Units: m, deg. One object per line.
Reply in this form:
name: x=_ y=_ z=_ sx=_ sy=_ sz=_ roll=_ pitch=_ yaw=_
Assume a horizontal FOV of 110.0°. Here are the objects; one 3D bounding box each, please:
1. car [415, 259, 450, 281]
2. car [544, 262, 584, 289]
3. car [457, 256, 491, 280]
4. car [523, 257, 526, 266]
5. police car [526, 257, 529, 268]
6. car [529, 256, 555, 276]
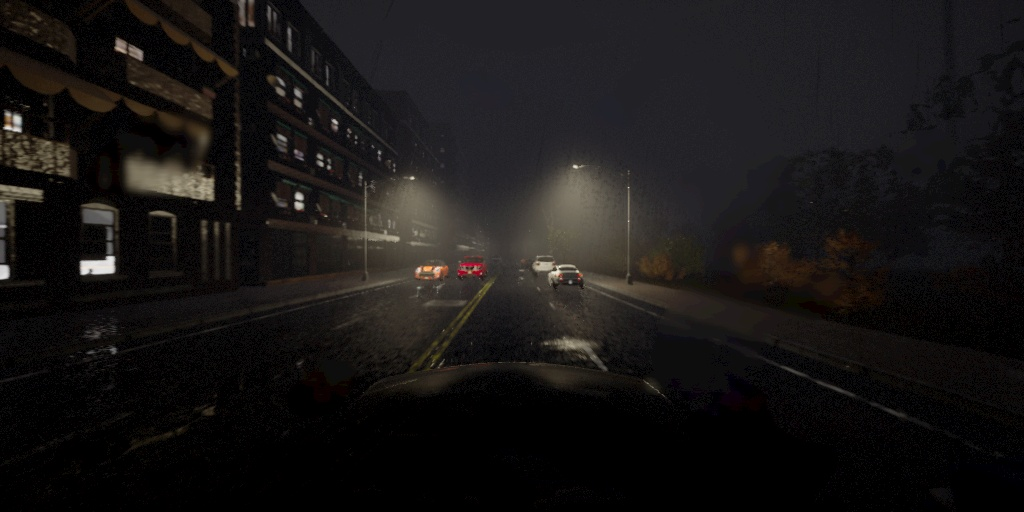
car: x=-6.584 y=1.101 z=29.933 sx=2.097 sy=1.767 sz=4.553 roll=0 pitch=0 yaw=0
car: x=3.346 y=1.276 z=22.853 sx=1.812 sy=1.442 sz=4.674 roll=0 pitch=0 yaw=0
car: x=-3.336 y=0.974 z=31.150 sx=2.150 sy=2.045 sz=5.566 roll=0 pitch=0 yaw=0
car: x=3.242 y=1.277 z=58.821 sx=1.812 sy=1.442 sz=4.674 roll=0 pitch=0 yaw=0
police car: x=3.243 y=1.176 z=47.930 sx=1.930 sy=1.638 sz=5.238 roll=0 pitch=0 yaw=0
car: x=3.245 y=0.972 z=36.849 sx=2.150 sy=2.045 sz=5.566 roll=0 pitch=0 yaw=0
